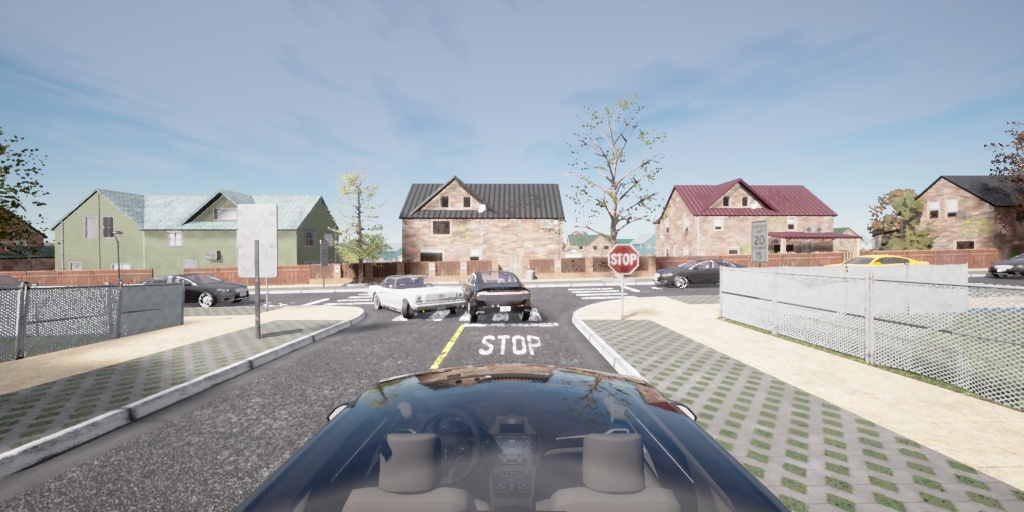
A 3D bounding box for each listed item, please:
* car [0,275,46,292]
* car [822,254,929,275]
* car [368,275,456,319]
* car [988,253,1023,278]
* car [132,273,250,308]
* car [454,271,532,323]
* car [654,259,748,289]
[{"bbox_3d":[-24.242,1.648,16.539,4.553,1.767,2.097,-1,1,0],"label":"car"},{"bbox_3d":[19.759,0.691,19.676,5.008,1.535,1.882,-1,1,-1],"label":"car"},{"bbox_3d":[-3.603,1.368,13.087,1.895,1.301,4.718,0,0,-38],"label":"car"},{"bbox_3d":[29.383,0.479,19.713,4.902,1.511,2.128,-1,1,0],"label":"car"},{"bbox_3d":[-14.904,1.567,16.581,4.902,1.511,2.128,-1,1,0],"label":"car"},{"bbox_3d":[-0.688,1.243,12.228,2.128,1.511,4.902,0,0,-12],"label":"car"},{"bbox_3d":[10.328,0.926,19.638,4.902,1.511,2.128,-1,1,0],"label":"car"}]
